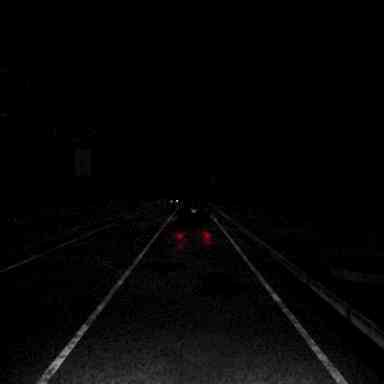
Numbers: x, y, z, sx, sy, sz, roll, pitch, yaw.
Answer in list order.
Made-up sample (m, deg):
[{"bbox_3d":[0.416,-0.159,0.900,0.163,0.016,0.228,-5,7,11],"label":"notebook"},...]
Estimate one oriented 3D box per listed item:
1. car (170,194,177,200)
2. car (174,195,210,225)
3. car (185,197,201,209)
[{"bbox_3d":[-3.843,1.065,72.211,2.033,1.411,5.357,0,0,-4],"label":"car"},{"bbox_3d":[0.104,1.213,22.623,2.097,1.767,4.553,0,0,0],"label":"car"},{"bbox_3d":[0.107,1.306,42.084,1.994,1.385,4.181,0,0,0],"label":"car"}]
